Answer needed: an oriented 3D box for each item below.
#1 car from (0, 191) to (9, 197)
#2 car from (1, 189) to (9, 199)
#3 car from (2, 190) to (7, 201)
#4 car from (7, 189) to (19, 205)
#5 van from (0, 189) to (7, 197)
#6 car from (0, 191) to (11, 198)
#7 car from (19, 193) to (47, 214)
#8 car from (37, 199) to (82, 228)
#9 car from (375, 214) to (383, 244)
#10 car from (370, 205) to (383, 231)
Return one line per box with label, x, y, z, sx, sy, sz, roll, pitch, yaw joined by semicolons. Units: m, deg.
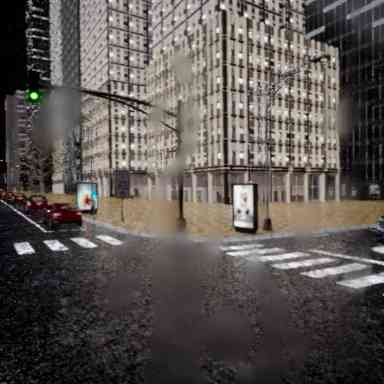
car;-42.692;0.504;75.428;1.802;1.307;4.206;-1;1;-32
car;-30.967;0.713;56.683;1.887;1.381;4.507;-1;1;-32
car;-28.036;0.782;51.997;2.008;1.369;4.403;-1;1;-32
car;-22.174;0.798;42.623;1.967;1.590;4.097;-1;1;-32
van;-45.624;0.202;80.110;1.690;1.788;3.998;-1;1;-32
car;-39.760;0.533;70.741;2.008;1.369;4.403;-1;1;-32
car;-13.380;0.992;28.565;1.967;1.590;4.097;-1;1;-32
car;-7.517;1.266;19.195;1.802;1.307;4.206;-1;1;-32
car;9.584;1.415;13.939;4.674;1.442;1.812;0;0;-34
car;12.351;1.416;18.940;4.403;1.369;2.008;0;0;-32
